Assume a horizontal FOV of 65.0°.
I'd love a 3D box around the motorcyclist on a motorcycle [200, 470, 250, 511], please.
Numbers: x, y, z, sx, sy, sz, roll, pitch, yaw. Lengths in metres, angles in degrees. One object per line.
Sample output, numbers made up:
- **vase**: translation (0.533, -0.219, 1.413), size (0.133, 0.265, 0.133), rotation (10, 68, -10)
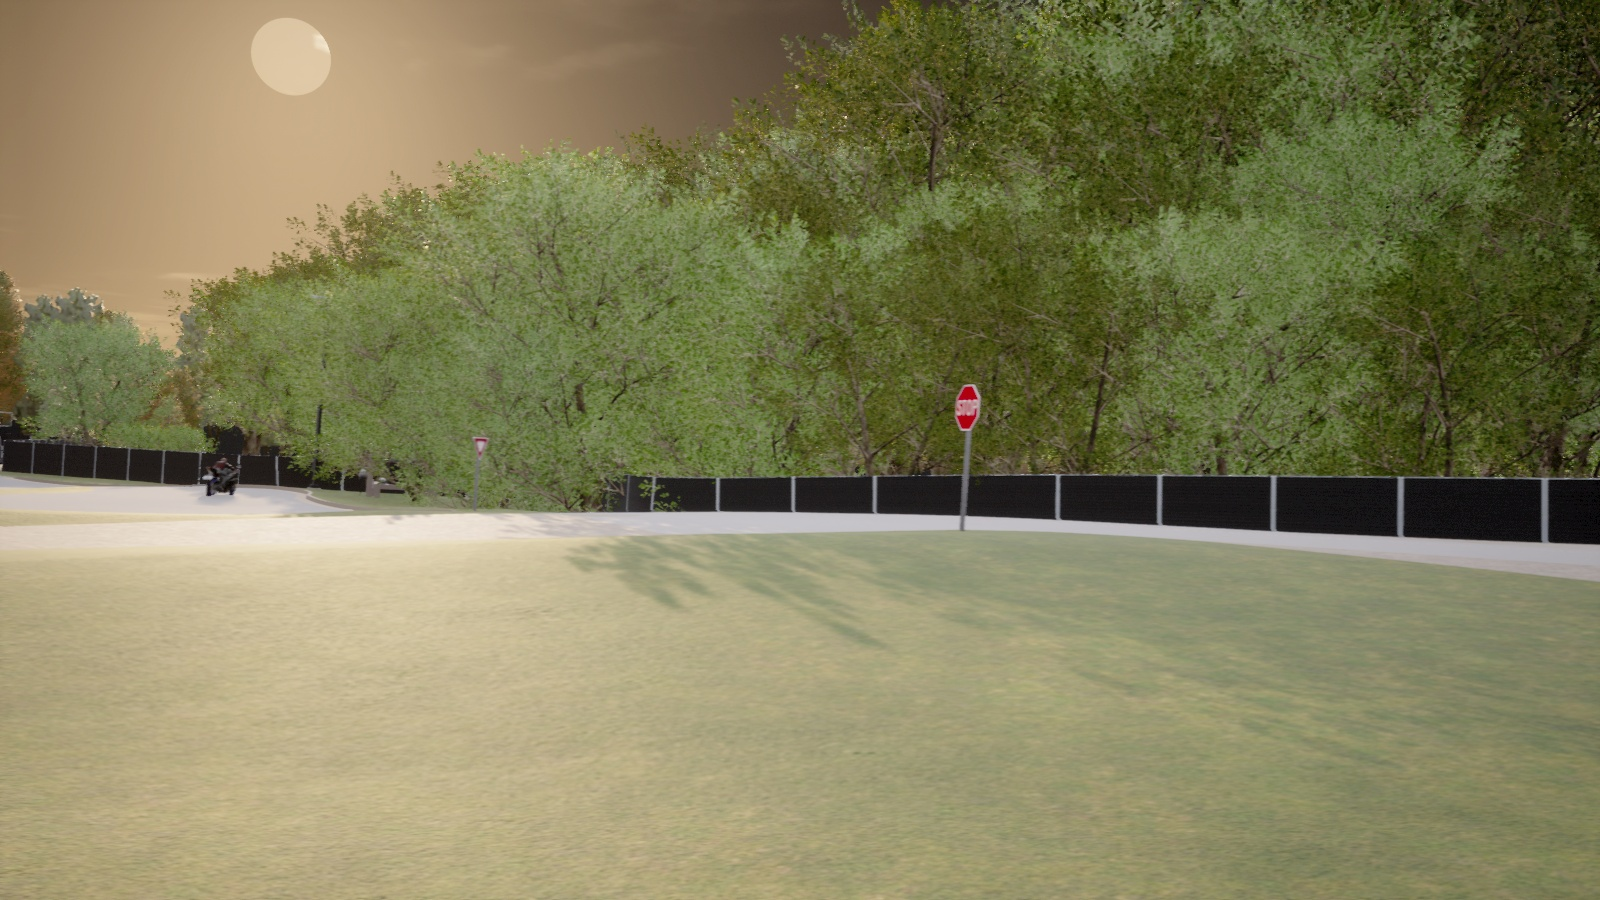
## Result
- **motorcyclist on a motorcycle**: translation (-22.491, 1.576, 49.140), size (0.866, 1.530, 2.191), rotation (0, 0, 3)
